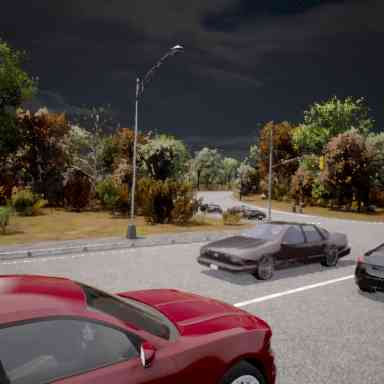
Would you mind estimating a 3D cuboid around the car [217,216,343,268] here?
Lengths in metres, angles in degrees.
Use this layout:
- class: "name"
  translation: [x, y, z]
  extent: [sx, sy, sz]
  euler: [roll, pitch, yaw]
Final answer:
- class: "car"
  translation: [2.757, 1.627, 10.276]
  extent: [5.357, 1.411, 2.033]
  euler: [1, -1, -35]

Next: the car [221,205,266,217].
- class: "car"
  translation: [5.749, 2.175, 36.024]
  extent: [2.033, 1.411, 5.357]
  euler: [3, -1, -26]

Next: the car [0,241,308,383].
- class: "car"
  translation: [-1.413, 1.479, 2.737]
  extent: [5.008, 1.535, 1.882]
  euler: [0, 0, -36]

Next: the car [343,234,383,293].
- class: "car"
  translation: [5.734, 1.664, 7.893]
  extent: [4.181, 1.385, 1.994]
  euler: [1, -1, -35]

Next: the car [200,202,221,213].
- class: "car"
  translation: [2.508, 2.079, 44.727]
  extent: [1.994, 1.385, 4.181]
  euler: [3, 0, -19]
